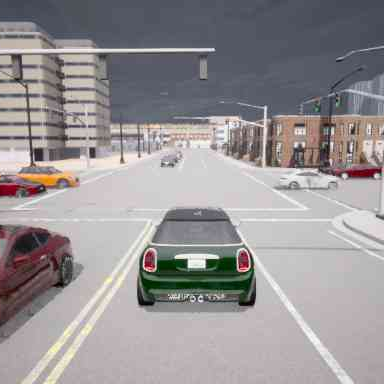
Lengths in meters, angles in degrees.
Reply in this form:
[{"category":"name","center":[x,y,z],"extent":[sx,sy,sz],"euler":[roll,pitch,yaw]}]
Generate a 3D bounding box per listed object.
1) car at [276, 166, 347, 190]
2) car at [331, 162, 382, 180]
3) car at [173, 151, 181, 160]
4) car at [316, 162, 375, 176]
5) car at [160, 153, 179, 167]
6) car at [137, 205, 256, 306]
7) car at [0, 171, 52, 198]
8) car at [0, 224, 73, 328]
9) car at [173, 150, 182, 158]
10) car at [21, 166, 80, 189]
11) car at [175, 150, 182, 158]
[{"category":"car","center":[8.794,-0.956,25.208],"extent":[4.674,1.442,1.812],"euler":[0,8,0]},{"category":"car","center":[16.048,-2.062,32.282],"extent":[5.008,1.535,1.882],"euler":[0,8,0]},{"category":"car","center":[-3.460,-5.924,58.196],"extent":[1.882,1.535,5.008],"euler":[0,9,0]},{"category":"car","center":[16.394,-2.511,35.760],"extent":[5.357,1.411,2.033],"euler":[0,8,0]},{"category":"car","center":[-3.512,-4.516,48.859],"extent":[2.128,1.511,4.902],"euler":[0,8,1]},{"category":"car","center":[0.091,1.075,7.660],"extent":[2.097,1.767,4.553],"euler":[0,4,0]},{"category":"car","center":[-11.893,-0.410,21.861],"extent":[4.181,1.385,1.994],"euler":[0,8,0]},{"category":"car","center":[-3.574,1.367,5.803],"extent":[1.812,1.442,4.674],"euler":[0,3,0]},{"category":"car","center":[-3.340,-8.935,77.540],"extent":[2.097,1.767,4.553],"euler":[0,8,0]},{"category":"car","center":[-11.122,-1.191,25.650],"extent":[4.553,1.767,2.097],"euler":[-1,8,-6]},{"category":"car","center":[-3.372,-7.262,67.491],"extent":[1.812,1.442,4.674],"euler":[0,8,1]}]
